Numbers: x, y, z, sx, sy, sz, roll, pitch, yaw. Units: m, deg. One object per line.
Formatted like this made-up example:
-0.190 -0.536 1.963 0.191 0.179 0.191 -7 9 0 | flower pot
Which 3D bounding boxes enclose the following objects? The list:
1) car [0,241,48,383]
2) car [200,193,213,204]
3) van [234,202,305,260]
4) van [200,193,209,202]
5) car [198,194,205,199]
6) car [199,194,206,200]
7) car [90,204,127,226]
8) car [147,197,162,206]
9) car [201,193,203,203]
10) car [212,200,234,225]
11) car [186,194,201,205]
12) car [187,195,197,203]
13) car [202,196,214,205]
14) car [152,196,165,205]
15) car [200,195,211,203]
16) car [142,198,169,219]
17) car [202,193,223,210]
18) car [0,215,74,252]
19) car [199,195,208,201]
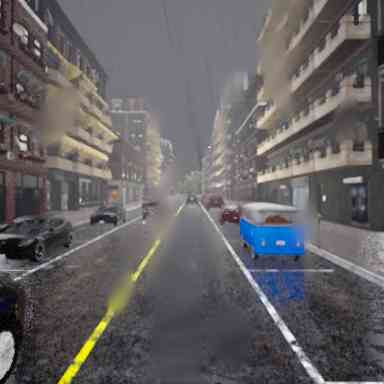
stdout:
-3.090 1.499 2.453 1.837 1.490 4.892 0 0 0 | car
2.716 1.165 62.113 2.192 1.841 5.009 1 0 0 | car
2.706 1.311 11.974 1.690 1.788 3.998 1 0 0 | van
2.717 1.165 73.254 1.690 1.788 3.998 1 0 0 | van
2.718 1.354 95.540 1.802 1.307 4.206 1 0 0 | car
2.718 1.310 90.138 1.752 1.417 4.829 1 0 0 | car
-5.675 1.509 23.156 1.947 1.339 4.313 1 0 0 | car
-5.670 1.458 51.012 1.802 1.307 4.206 1 0 0 | car
2.713 1.204 45.398 2.192 1.841 5.009 1 0 0 | car
2.706 1.488 23.115 1.887 1.381 4.507 1 0 0 | car
0.011 1.214 56.723 2.097 1.767 4.553 0 0 0 | car
0.012 1.381 66.800 2.033 1.411 5.357 0 0 0 | car
2.712 1.388 56.711 1.752 1.417 4.829 1 0 0 | car
-5.669 1.445 56.583 1.802 1.307 4.206 1 0 0 | car
2.713 1.382 67.684 1.887 1.381 4.507 1 0 0 | car
-3.009 1.456 28.177 1.812 1.442 4.674 0 0 0 | car
2.711 1.218 39.828 2.192 1.841 5.009 1 0 0 | car
-5.676 1.536 12.015 1.947 1.339 4.313 1 0 0 | car
2.715 1.362 78.826 2.008 1.369 4.403 1 0 0 | car
